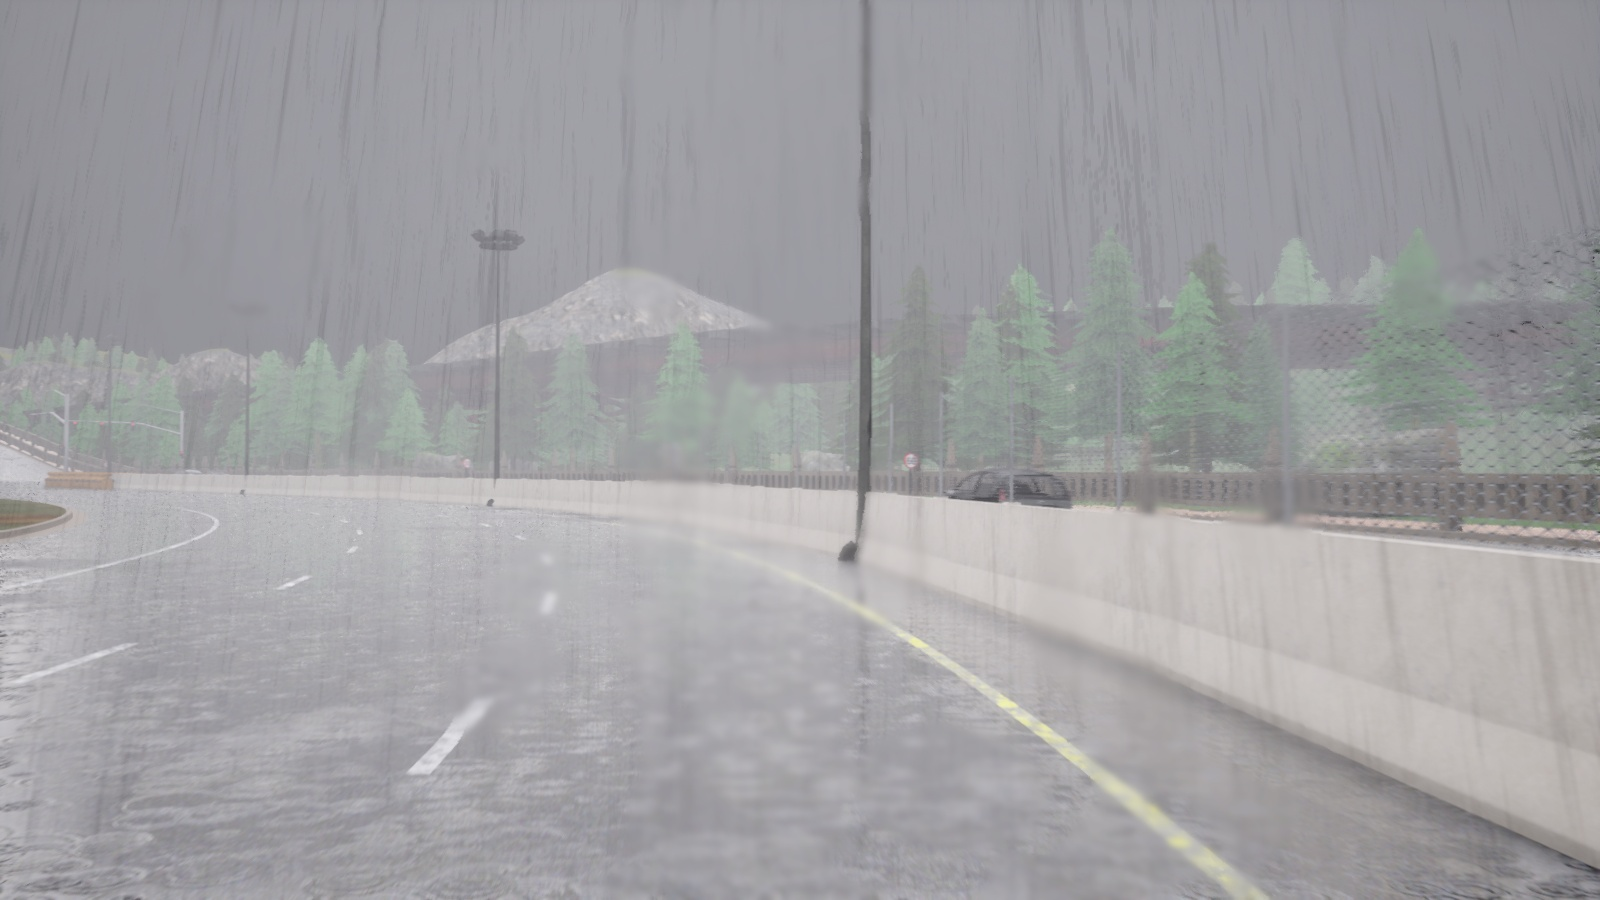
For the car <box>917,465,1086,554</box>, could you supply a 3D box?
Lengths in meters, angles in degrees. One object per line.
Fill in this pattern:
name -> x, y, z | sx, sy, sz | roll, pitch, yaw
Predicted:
car -> 3.877, 1.111, 24.875 | 1.851, 1.617, 3.988 | 0, -1, -14
